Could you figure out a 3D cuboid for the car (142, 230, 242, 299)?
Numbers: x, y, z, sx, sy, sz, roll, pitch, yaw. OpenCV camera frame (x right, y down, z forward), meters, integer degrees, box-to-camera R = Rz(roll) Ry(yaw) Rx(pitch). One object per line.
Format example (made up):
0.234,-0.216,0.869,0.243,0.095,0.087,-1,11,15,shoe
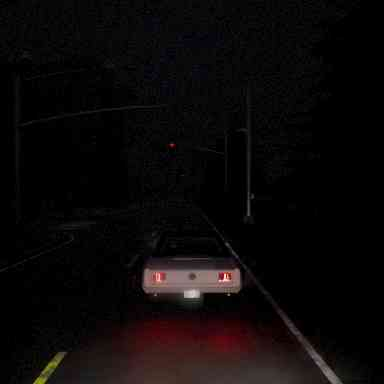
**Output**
-0.036,1.601,8.377,1.895,1.301,4.718,0,0,-1,car
